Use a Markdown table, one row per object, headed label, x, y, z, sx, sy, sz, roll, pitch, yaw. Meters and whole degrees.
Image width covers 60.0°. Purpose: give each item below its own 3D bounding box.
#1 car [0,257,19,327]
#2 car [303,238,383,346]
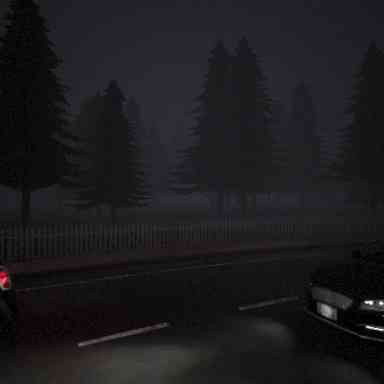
| label | x | y | z | sx | sy | sz | roll | pitch | yaw |
| --- | --- | --- | --- | --- | --- | --- | --- | --- | --- |
| car | -4.948 | 1.352 | 4.453 | 4.553 | 1.767 | 2.097 | 0 | 0 | -35 |
| car | 4.229 | 1.491 | 5.901 | 4.902 | 1.511 | 2.128 | 0 | 0 | -24 |
